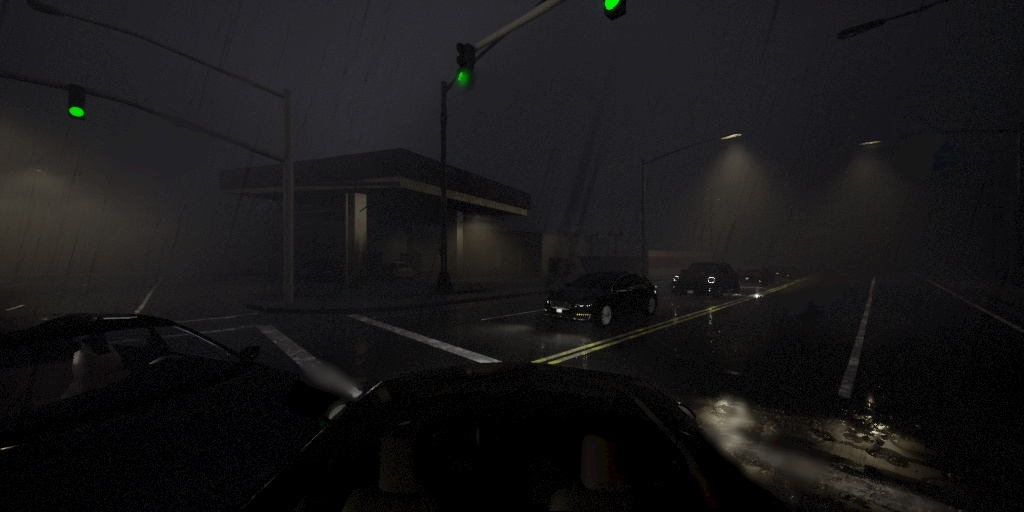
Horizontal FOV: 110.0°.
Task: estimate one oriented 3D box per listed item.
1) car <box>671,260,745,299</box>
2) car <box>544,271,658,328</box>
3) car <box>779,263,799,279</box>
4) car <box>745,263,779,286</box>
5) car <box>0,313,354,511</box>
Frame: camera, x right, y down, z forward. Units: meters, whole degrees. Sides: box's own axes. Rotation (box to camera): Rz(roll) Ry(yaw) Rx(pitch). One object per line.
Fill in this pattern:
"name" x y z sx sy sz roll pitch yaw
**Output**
"car" 9.960 1.102 18.350 4.553 1.767 2.097 0 0 -44
"car" 3.032 1.255 11.595 4.892 1.490 1.837 0 0 -45
"car" 24.202 1.314 32.129 4.181 1.385 1.994 0 0 -44
"car" 16.977 1.314 25.169 1.994 1.385 4.181 0 0 45
"car" -3.387 1.242 2.660 4.902 1.511 2.128 0 0 16
